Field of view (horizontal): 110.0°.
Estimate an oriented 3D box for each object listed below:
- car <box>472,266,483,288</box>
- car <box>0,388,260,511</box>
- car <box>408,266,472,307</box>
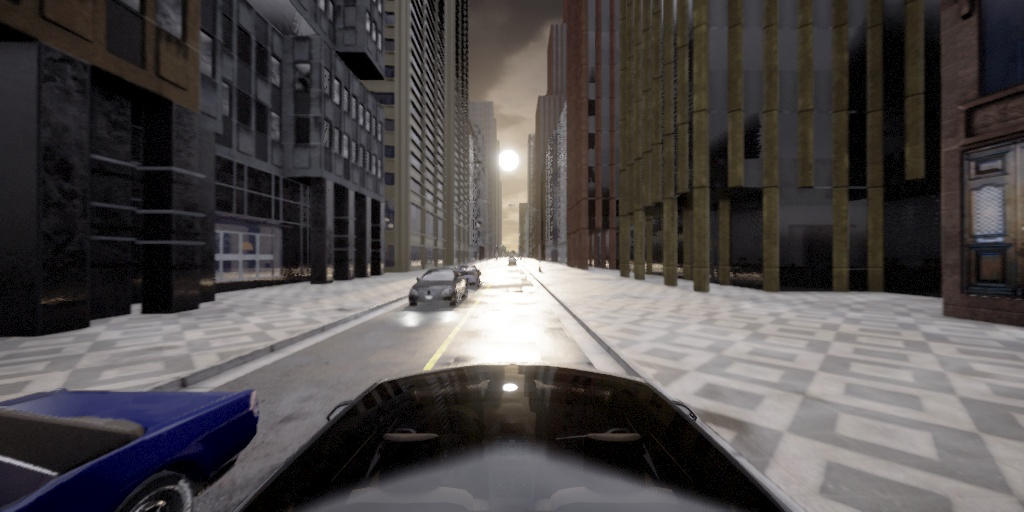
[{"bbox_3d":[-2.989,1.353,23.727,1.994,1.385,4.181,0,0,0],"label":"car"},{"bbox_3d":[-3.101,1.351,0.827,1.895,1.301,4.718,0,0,0],"label":"car"},{"bbox_3d":[-3.064,1.271,15.591,1.812,1.442,4.674,0,0,0],"label":"car"}]
